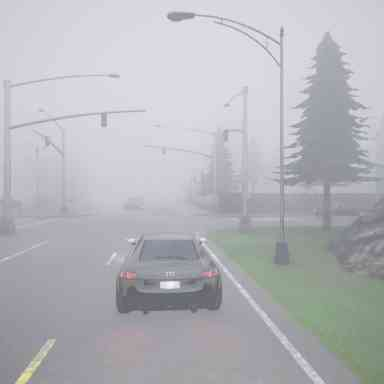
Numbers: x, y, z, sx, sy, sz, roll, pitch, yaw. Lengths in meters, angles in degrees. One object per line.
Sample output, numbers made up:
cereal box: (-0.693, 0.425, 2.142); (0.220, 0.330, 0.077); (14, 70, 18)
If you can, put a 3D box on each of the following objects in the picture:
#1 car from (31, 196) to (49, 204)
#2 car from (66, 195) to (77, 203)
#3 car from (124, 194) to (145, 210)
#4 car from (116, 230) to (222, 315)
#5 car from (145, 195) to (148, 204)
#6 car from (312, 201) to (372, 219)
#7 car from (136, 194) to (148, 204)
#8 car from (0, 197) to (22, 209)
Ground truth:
car: (-25.893, 1.384, 56.700); (1.970, 1.475, 3.806); (0, 0, -5)
car: (-23.555, 1.373, 64.347); (1.845, 1.501, 3.633); (0, 0, -5)
car: (-7.608, 1.352, 43.092); (2.097, 1.767, 4.553); (0, 0, -5)
car: (-0.556, 1.564, 7.701); (1.994, 1.385, 4.181); (0, 0, -5)
car: (-8.538, 1.564, 52.942); (1.994, 1.385, 4.181); (0, 0, -5)
car: (12.716, 1.491, 28.334); (4.902, 1.511, 2.128); (0, 0, -7)
car: (-9.477, 1.352, 63.152); (2.097, 1.767, 4.553); (0, 0, -5)
car: (-21.330, 1.339, 38.409); (2.007, 1.523, 4.514); (0, 0, -5)
